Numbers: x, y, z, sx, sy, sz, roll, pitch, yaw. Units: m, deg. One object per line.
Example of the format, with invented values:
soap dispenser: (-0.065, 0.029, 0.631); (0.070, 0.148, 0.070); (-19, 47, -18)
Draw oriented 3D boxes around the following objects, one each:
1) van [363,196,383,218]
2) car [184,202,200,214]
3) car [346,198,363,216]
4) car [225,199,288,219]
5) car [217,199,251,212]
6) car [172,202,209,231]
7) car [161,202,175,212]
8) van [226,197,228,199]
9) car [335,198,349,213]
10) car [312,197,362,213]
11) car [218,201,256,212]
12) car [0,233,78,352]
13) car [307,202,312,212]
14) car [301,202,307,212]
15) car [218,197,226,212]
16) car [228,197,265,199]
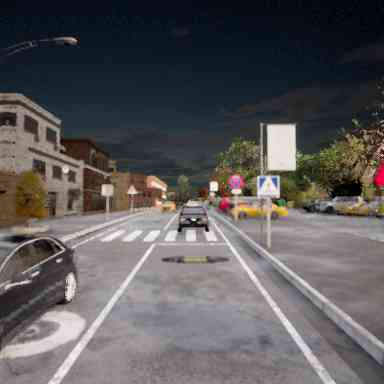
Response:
van: (18.416, 1.399, 30.144); (4.442, 1.987, 1.878); (0, -1, 0)
car: (0.017, 1.906, 40.328); (1.812, 1.442, 4.674); (0, -2, 0)
car: (18.694, 1.673, 32.936); (5.366, 1.575, 1.946); (0, -1, 0)
car: (6.075, 1.628, 30.683); (5.366, 1.575, 1.946); (0, -1, 0)
car: (6.101, 1.970, 48.780); (4.553, 1.767, 2.185); (0, -2, -1)
car: (0.077, 1.581, 20.680); (2.033, 1.411, 5.357); (0, 0, 0)
car: (-3.437, 2.146, 48.703); (1.882, 1.535, 5.008); (0, -3, 0)
van: (6.325, 1.526, 36.644); (4.442, 1.987, 1.878); (0, -1, -1)
car: (18.672, 1.728, 35.597); (5.366, 1.575, 1.946); (0, -1, 0)
car: (18.409, 1.619, 41.317); (5.566, 2.045, 2.435); (0, -2, -1)
car: (6.115, 2.000, 45.742); (5.008, 1.535, 2.097); (0, -2, -1)
car: (-3.353, 1.510, 5.333); (1.837, 1.490, 4.892); (0, 0, 0)
car: (18.395, 1.954, 44.101); (4.892, 1.521, 2.231); (0, -2, -1)
car: (18.337, 1.785, 46.776); (5.566, 2.045, 2.435); (0, -2, -1)
car: (6.177, 1.659, 42.834); (5.566, 2.045, 2.435); (0, -2, -1)
car: (6.266, 1.559, 33.604); (4.553, 1.767, 2.185); (0, -1, 0)
